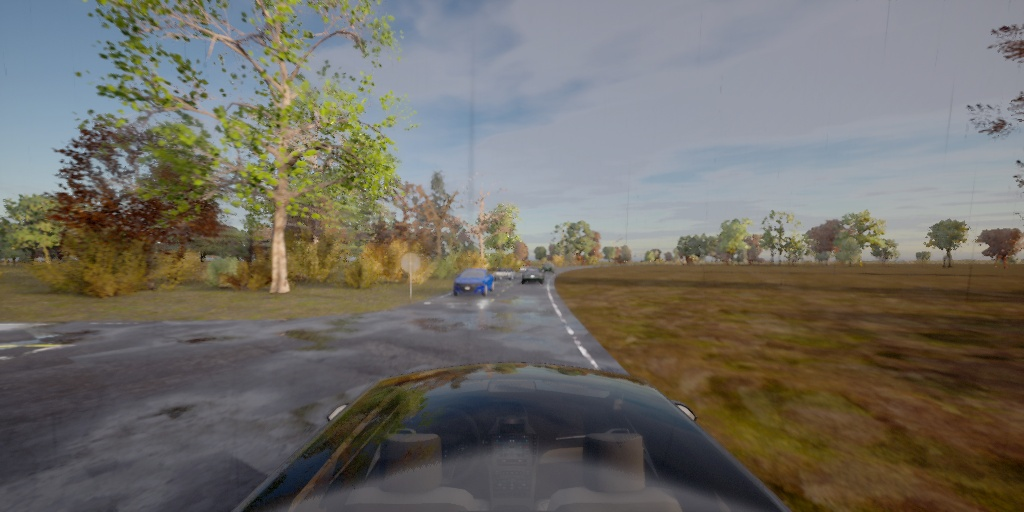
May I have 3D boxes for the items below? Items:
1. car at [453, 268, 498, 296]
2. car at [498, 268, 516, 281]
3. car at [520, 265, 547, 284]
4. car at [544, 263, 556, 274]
[{"bbox_3d":[-2.249,1.524,22.018,1.882,1.535,5.008,0,-1,4],"label":"car"},{"bbox_3d":[-0.807,1.864,36.737,1.895,1.301,4.718,0,-1,7],"label":"car"},{"bbox_3d":[2.012,1.782,33.262,1.994,1.385,4.181,0,-1,6],"label":"car"},{"bbox_3d":[6.008,1.940,58.355,2.097,1.767,4.553,0,-1,12],"label":"car"}]
